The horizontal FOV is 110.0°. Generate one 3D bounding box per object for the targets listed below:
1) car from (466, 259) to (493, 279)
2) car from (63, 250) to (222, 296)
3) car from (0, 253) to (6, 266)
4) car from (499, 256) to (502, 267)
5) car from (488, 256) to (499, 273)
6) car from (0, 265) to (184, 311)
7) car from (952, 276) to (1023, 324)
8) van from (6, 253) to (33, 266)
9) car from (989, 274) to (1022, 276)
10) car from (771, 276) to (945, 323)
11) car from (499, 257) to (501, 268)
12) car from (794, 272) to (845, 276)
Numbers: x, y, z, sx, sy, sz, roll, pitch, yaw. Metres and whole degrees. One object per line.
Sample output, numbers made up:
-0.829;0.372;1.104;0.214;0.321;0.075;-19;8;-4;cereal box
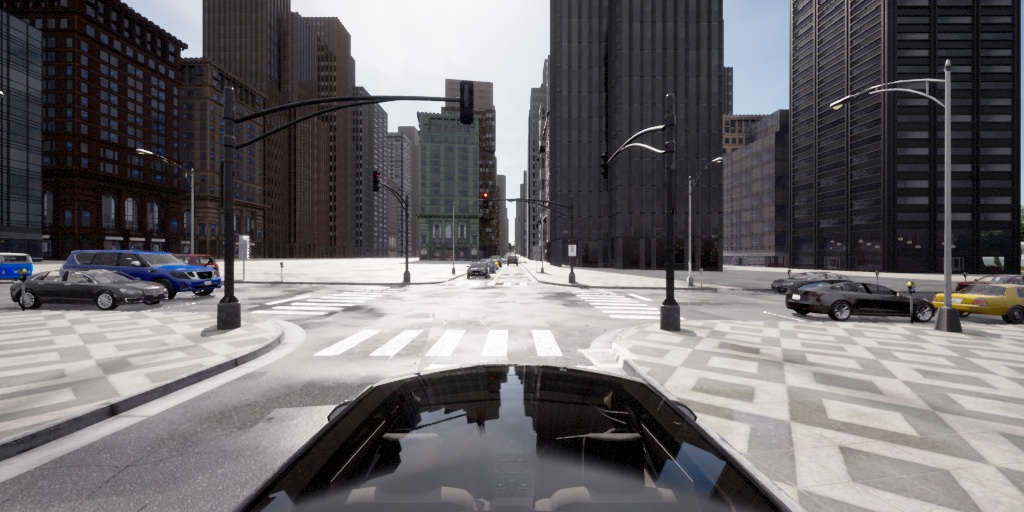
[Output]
-3.055;1.254;33.235;1.837;1.490;4.892;0;0;0;car
-15.810;0.771;15.396;5.566;2.045;2.150;1;0;0;car
-26.188;0.629;15.415;5.566;2.045;2.150;1;0;0;car
-2.948;0.975;63.843;2.150;2.045;5.566;0;0;1;car
-3.038;1.102;42.288;2.097;1.767;4.553;0;0;0;car
-14.765;1.116;12.638;4.403;1.370;2.007;0;0;0;car
17.955;1.571;12.680;4.829;1.417;1.751;0;0;0;car
-31.118;0.680;21.191;3.998;1.789;1.690;0;0;0;van
29.094;1.766;21.187;4.507;1.381;1.888;0;0;0;car
12.143;1.524;12.690;4.313;1.339;1.948;0;0;0;car
-3.017;1.227;52.486;1.882;1.535;5.008;0;0;0;car
17.808;1.591;21.206;4.403;1.370;2.007;0;0;0;car
